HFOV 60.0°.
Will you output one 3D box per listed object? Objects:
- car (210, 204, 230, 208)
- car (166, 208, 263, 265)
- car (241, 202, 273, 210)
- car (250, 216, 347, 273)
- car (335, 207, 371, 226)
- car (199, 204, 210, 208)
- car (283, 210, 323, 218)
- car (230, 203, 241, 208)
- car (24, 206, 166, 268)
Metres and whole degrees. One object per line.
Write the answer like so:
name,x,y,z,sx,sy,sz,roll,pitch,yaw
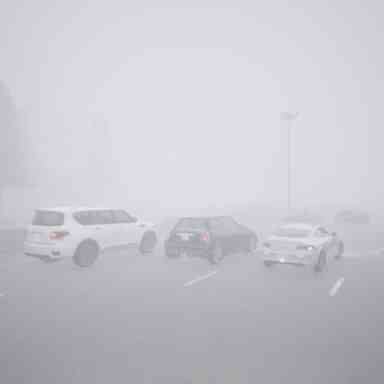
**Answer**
car,5.378,2.513,50.835,1.882,1.535,5.008,-2,-1,42
car,0.926,1.690,13.456,2.097,1.767,4.553,-1,-2,33
car,9.054,2.365,44.470,1.882,1.535,5.008,-2,-1,42
car,3.964,1.808,11.744,1.812,1.442,4.674,-1,-2,34
car,13.835,2.055,28.590,2.128,1.511,4.902,-2,-1,42
car,2.607,2.657,52.982,2.033,1.411,5.357,-2,-1,42
car,9.930,2.227,29.483,1.895,1.301,4.718,-2,-1,42
car,8.058,2.315,48.587,2.097,1.767,4.553,-2,-1,42
car,-3.614,1.566,12.995,2.150,2.045,5.566,-1,-1,31
